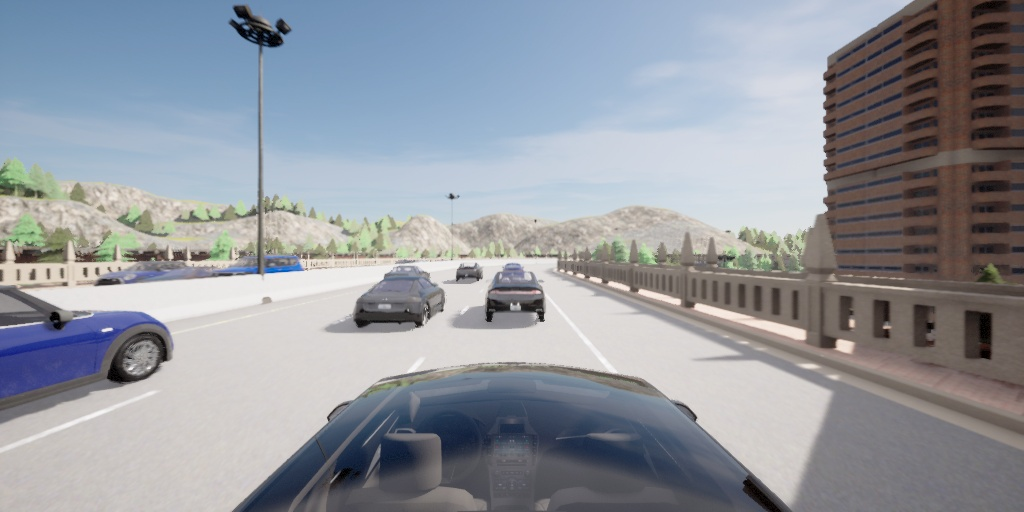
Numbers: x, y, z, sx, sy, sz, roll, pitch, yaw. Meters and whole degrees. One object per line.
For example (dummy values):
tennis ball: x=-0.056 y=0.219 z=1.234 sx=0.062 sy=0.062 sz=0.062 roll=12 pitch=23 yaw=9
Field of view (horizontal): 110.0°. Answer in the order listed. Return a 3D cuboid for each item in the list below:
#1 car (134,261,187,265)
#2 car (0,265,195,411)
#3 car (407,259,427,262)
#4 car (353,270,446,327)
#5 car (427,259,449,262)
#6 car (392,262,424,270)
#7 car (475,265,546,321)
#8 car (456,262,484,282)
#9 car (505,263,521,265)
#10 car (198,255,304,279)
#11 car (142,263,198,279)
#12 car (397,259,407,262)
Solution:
car: x=-21.093 y=1.105 z=20.946 sx=2.097 sy=1.767 sz=4.553 roll=0 pitch=0 yaw=0
car: x=-6.899 y=1.102 z=4.286 sx=2.097 sy=1.767 sz=4.553 roll=0 pitch=0 yaw=0
car: x=-15.537 y=1.284 z=61.094 sx=1.812 sy=1.442 sz=4.674 roll=0 pitch=0 yaw=11
car: x=-3.397 y=1.315 z=11.564 sx=1.994 sy=1.385 sz=4.181 roll=0 pitch=0 yaw=0
car: x=-12.012 y=1.250 z=60.948 sx=2.128 sy=1.511 sz=4.902 roll=0 pitch=0 yaw=11
car: x=-6.894 y=1.301 z=23.811 sx=2.033 sy=1.411 sz=5.357 roll=0 pitch=0 yaw=0
car: x=0.104 y=1.243 z=12.482 sx=2.128 sy=1.511 sz=4.902 roll=0 pitch=0 yaw=0
car: x=-3.393 y=1.246 z=29.271 sx=2.128 sy=1.511 sz=4.902 roll=0 pitch=0 yaw=0
car: x=0.093 y=1.280 z=30.421 sx=1.812 sy=1.442 sz=4.674 roll=0 pitch=0 yaw=0
car: x=-14.095 y=0.975 z=20.249 sx=2.150 sy=2.045 sz=5.566 roll=0 pitch=0 yaw=0
car: x=-17.596 y=1.300 z=19.891 sx=2.033 sy=1.411 sz=5.357 roll=0 pitch=0 yaw=0
car: x=-18.821 y=1.253 z=62.619 sx=2.128 sy=1.511 sz=4.902 roll=0 pitch=0 yaw=11
